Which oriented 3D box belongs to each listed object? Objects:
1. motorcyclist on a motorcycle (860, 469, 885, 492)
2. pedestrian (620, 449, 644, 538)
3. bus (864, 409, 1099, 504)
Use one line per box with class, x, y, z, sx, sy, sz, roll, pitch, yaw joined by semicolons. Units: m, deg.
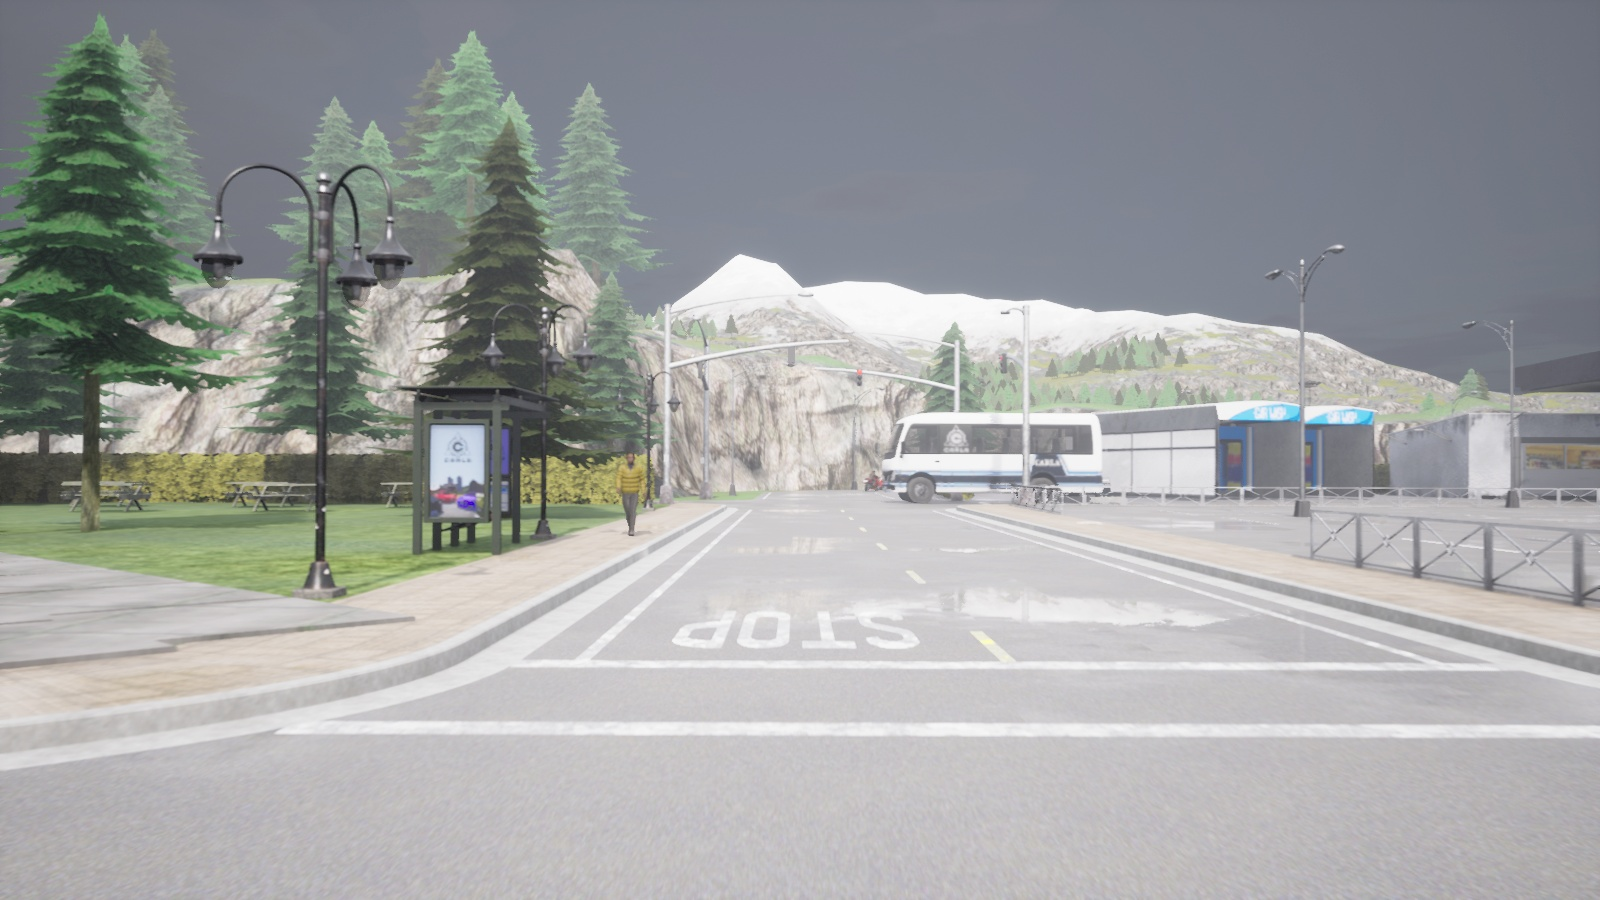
motorcyclist on a motorcycle;5.151;2.154;88.742;0.797;1.523;2.044;2;0;33
pedestrian;-3.514;0.900;26.336;0.431;1.840;0.709;0;-1;-2
bus;8.386;0.325;59.107;10.273;4.253;3.944;0;-1;-4
